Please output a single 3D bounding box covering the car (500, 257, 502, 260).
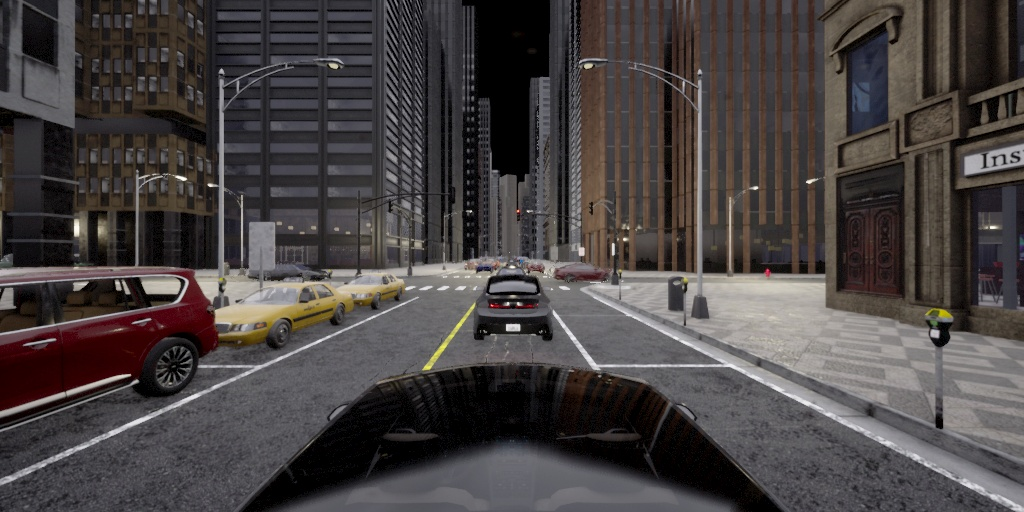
[{"bbox_3d":[-3.213,1.105,61.959,2.097,1.767,4.553,0,0,0],"label":"car"}]

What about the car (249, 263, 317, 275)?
[{"bbox_3d":[-16.471,1.244,26.643,5.357,1.411,2.033,0,0,0],"label":"car"}]

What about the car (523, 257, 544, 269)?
[{"bbox_3d":[2.668,1.189,41.801,1.967,1.591,4.097,0,0,0],"label":"car"}]

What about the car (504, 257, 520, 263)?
[{"bbox_3d":[-0.042,1.277,58.022,1.812,1.442,4.674,0,0,0],"label":"car"}]

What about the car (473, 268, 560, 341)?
[{"bbox_3d":[0.037,1.253,9.909,1.837,1.490,4.892,0,0,0],"label":"car"}]

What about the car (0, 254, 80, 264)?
[{"bbox_3d":[-34.173,0.863,26.496,5.566,2.045,2.150,0,0,0],"label":"car"}]

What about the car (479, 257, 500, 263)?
[{"bbox_3d":[-3.205,1.103,52.010,2.097,1.767,4.553,0,0,0],"label":"car"}]

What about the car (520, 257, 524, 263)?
[{"bbox_3d":[2.628,1.302,58.628,2.007,1.370,4.403,0,0,0],"label":"car"}]

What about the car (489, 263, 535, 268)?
[{"bbox_3d":[-0.043,1.295,20.238,2.033,1.411,5.357,0,0,0],"label":"car"}]

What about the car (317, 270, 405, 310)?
[{"bbox_3d":[-5.792,1.274,14.817,1.751,1.417,4.829,0,0,0],"label":"car"}]

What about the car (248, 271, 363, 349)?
[{"bbox_3d":[-5.779,1.274,9.215,1.751,1.417,4.829,0,0,0],"label":"car"}]

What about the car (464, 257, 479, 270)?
[{"bbox_3d":[-5.883,1.190,52.980,1.967,1.591,4.097,0,0,0],"label":"car"}]

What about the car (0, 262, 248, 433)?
[{"bbox_3d":[-5.766,1.064,3.784,2.192,1.841,5.009,0,0,0],"label":"car"}]

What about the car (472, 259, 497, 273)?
[{"bbox_3d":[-3.185,1.350,42.316,1.895,1.301,4.718,0,0,0],"label":"car"}]

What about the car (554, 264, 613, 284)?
[{"bbox_3d":[5.488,1.294,26.829,4.674,1.442,1.812,0,0,-1],"label":"car"}]
